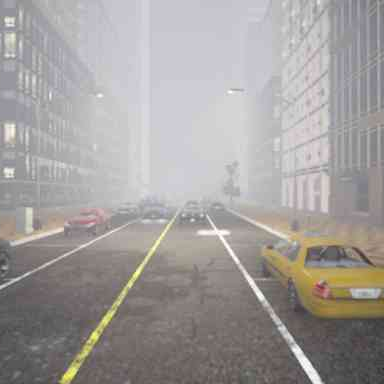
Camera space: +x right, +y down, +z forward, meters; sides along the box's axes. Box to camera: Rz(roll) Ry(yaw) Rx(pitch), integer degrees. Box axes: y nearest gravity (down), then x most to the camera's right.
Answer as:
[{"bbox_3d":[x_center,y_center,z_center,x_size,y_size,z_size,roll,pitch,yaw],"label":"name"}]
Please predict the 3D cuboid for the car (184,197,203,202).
[{"bbox_3d":[0.008,1.606,41.465,1.994,1.385,4.181,0,0,0],"label":"car"}]

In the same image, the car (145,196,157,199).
[{"bbox_3d":[-5.779,1.586,41.435,1.887,1.381,4.507,0,0,0],"label":"car"}]

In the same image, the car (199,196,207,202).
[{"bbox_3d":[2.525,1.586,75.763,1.752,1.417,4.829,0,0,0],"label":"car"}]

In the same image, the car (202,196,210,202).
[{"bbox_3d":[2.564,1.494,58.516,1.967,1.590,4.097,0,0,0],"label":"car"}]

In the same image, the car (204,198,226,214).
[{"bbox_3d":[2.614,1.604,35.749,1.947,1.339,4.313,0,0,0],"label":"car"}]

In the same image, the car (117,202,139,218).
[{"bbox_3d":[-5.754,1.582,30.051,2.008,1.369,4.403,0,0,0],"label":"car"}]

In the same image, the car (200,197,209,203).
[{"bbox_3d":[2.538,1.641,69.900,1.802,1.307,4.206,0,0,0],"label":"car"}]

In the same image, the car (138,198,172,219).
[{"bbox_3d":[-3.149,1.579,29.770,2.033,1.411,5.357,0,0,0],"label":"car"}]

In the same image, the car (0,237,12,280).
[{"bbox_3d":[-5.704,1.575,7.282,1.947,1.339,4.313,0,0,0],"label":"car"}]

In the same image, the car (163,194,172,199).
[{"bbox_3d":[-5.842,1.497,69.896,1.967,1.590,4.097,0,0,0],"label":"car"}]

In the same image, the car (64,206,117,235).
[{"bbox_3d":[-5.729,1.603,18.665,1.802,1.307,4.206,0,0,0],"label":"car"}]

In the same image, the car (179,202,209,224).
[{"bbox_3d":[0.045,1.628,24.714,1.895,1.301,4.718,0,0,0],"label":"car"}]

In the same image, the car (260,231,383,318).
[{"bbox_3d":[2.677,1.536,7.458,1.752,1.417,4.829,0,0,0],"label":"car"}]

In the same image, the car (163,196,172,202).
[{"bbox_3d":[-5.868,1.627,81.281,1.947,1.339,4.313,0,0,0],"label":"car"}]

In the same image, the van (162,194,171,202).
[{"bbox_3d":[-5.854,1.400,75.589,1.690,1.788,3.998,0,0,0],"label":"van"}]

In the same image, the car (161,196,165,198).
[{"bbox_3d":[-5.805,1.631,52.820,1.802,1.307,4.206,0,0,0],"label":"car"}]
